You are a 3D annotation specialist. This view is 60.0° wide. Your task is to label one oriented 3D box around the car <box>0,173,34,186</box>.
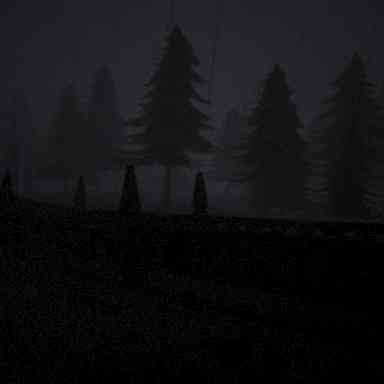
[{"bbox_3d":[-25.116,-1.750,47.230,1.882,1.535,5.008,7,3,37],"label":"car"}]
